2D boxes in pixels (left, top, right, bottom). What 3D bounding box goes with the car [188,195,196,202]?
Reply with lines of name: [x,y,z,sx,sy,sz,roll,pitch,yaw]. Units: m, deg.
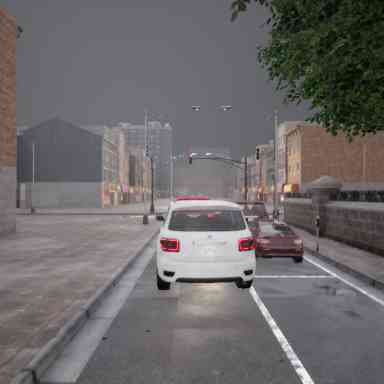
car: [-0.052,1.544,83.791,2.097,1.767,4.553,0,0,0]

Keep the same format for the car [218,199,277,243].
car: [2.636,1.324,17.172,2.192,1.841,5.009,1,0,0]

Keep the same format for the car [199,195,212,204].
car: [2.605,1.433,65.352,2.192,1.841,5.009,1,0,0]

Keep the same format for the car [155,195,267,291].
car: [0.174,1.225,9.231,2.150,2.045,5.566,0,0,-4]

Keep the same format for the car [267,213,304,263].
car: [2.636,1.586,11.723,1.802,1.307,4.206,1,0,0]

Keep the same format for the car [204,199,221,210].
car: [2.617,1.600,43.602,1.887,1.381,4.507,1,0,0]
